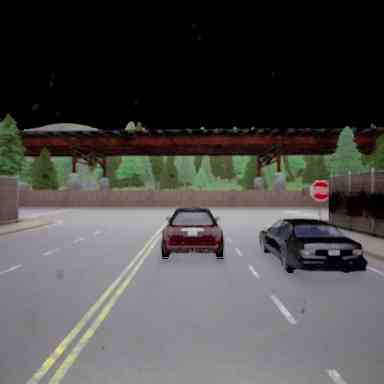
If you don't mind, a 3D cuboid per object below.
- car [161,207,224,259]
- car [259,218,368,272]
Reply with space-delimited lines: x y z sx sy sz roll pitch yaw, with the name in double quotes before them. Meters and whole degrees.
"car" 0.037 1.347 12.765 2.097 1.767 4.553 0 0 1
"car" 3.514 1.544 10.706 2.033 1.411 5.357 0 0 0
